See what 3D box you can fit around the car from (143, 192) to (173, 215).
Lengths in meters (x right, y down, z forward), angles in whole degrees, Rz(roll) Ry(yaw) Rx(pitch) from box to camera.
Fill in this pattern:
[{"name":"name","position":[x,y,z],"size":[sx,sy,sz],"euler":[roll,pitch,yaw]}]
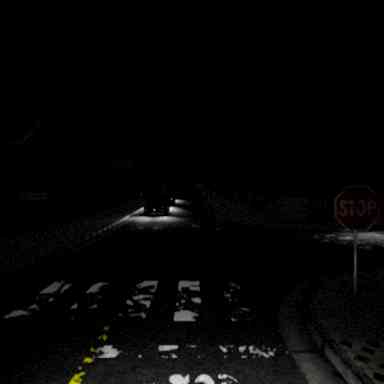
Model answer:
[{"name":"car","position":[-2.880,1.038,27.899],"size":[1.837,1.490,4.892],"euler":[0,2,0]}]

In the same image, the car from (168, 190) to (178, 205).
[{"name":"car","position":[-2.893,0.797,37.861],"size":[1.895,1.301,4.718],"euler":[0,2,0]}]
